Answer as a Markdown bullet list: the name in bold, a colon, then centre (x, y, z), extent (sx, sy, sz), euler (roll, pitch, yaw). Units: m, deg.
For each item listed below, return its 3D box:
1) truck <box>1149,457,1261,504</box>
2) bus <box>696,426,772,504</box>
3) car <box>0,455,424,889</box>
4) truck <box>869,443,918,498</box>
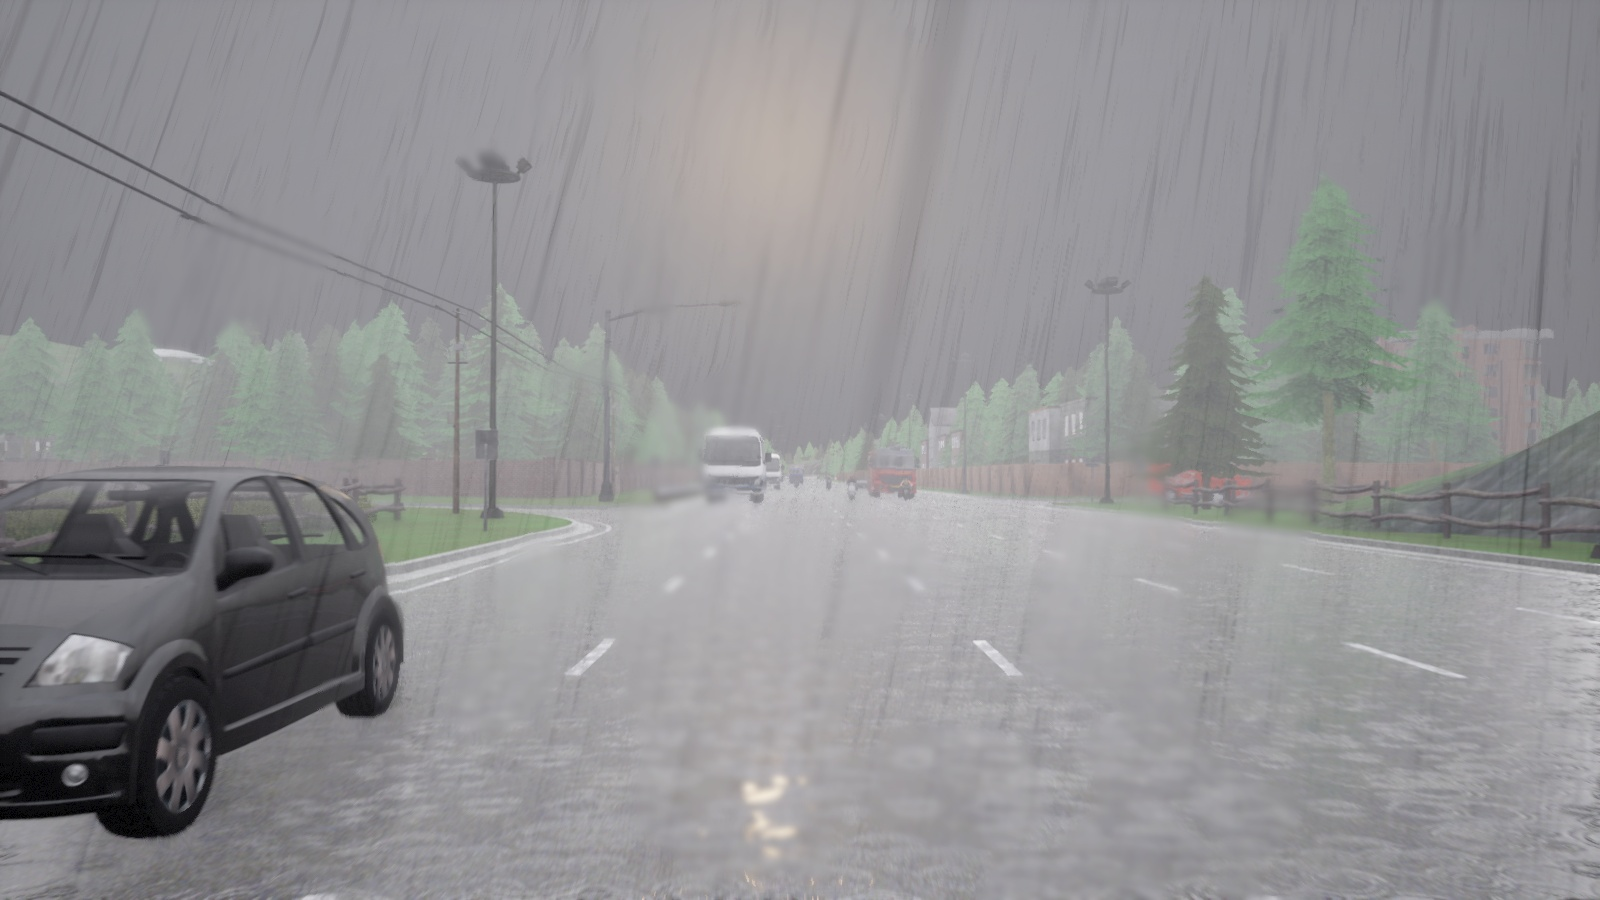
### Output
- **truck**: centre (22.210, 1.658, 68.988), extent (5.204, 2.467, 2.627), euler (-1, -1, 43)
- **bus**: centre (-3.693, 0.965, 73.541), extent (3.944, 4.253, 10.273), euler (0, -2, 0)
- **car**: centre (-3.518, 0.870, 6.684), extent (1.851, 1.617, 3.988), euler (0, -1, 0)
- **truck**: centre (6.761, 1.514, 92.030), extent (2.891, 3.827, 8.468), euler (0, -1, 0)
